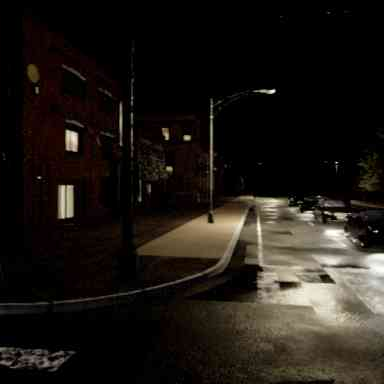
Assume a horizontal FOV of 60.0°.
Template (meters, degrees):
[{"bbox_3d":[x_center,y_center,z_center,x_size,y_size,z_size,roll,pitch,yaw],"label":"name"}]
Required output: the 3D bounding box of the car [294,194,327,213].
[{"bbox_3d":[11.149,1.221,31.466,1.994,1.385,4.181,1,1,11],"label":"car"}]

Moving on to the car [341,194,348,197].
[{"bbox_3d":[20.852,1.001,46.935,1.882,1.535,5.008,1,1,11],"label":"car"}]

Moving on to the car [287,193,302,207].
[{"bbox_3d":[13.069,0.896,41.400,2.097,1.767,4.553,1,1,11],"label":"car"}]

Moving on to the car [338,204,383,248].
[{"bbox_3d":[7.630,1.424,13.569,1.994,1.385,4.181,1,1,11],"label":"car"}]

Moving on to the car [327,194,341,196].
[{"bbox_3d":[16.499,1.112,41.498,2.033,1.411,5.357,1,1,11],"label":"car"}]

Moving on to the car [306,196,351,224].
[{"bbox_3d":[9.298,1.253,22.187,2.128,1.511,4.902,1,1,11],"label":"car"}]
